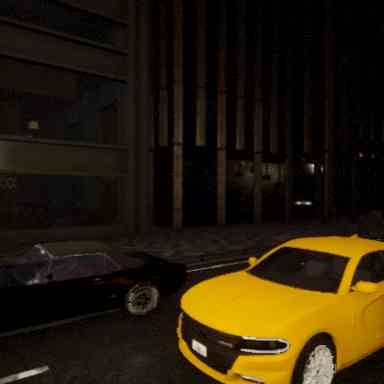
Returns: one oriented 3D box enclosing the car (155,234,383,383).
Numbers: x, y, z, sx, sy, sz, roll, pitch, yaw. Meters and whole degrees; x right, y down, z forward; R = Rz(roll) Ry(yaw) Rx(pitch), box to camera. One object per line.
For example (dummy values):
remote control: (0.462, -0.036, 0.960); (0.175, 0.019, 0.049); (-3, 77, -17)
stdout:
car: (2.117, 1.487, 5.195); (5.008, 1.535, 1.882); (0, 0, -35)

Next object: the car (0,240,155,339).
car: (-2.495, 1.603, 5.897); (4.718, 1.301, 1.895); (0, 0, -35)
